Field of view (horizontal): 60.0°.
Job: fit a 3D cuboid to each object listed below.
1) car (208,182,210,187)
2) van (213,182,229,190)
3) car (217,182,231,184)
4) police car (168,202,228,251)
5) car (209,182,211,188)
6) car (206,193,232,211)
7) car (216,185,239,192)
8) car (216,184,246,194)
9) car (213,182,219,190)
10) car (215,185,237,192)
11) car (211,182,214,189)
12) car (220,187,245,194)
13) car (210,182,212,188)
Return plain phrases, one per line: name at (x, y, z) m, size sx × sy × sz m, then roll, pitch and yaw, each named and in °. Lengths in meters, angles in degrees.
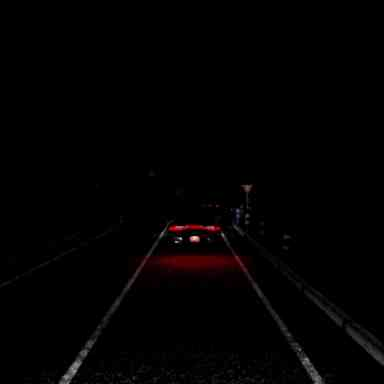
car at (7.837, -1.535, 95.084) m, size 4.674 × 1.452 × 2.002 m, roll 0°, pitch 2°, yaw -1°
van at (7.984, -1.694, 92.201) m, size 4.442 × 1.987 × 1.878 m, roll 0°, pitch 2°, yaw -1°
car at (8.096, -0.654, 70.297) m, size 4.553 × 1.767 × 2.185 m, roll 0°, pitch 3°, yaw -1°
police car at (0.108, 1.413, 13.722) m, size 2.038 × 1.542 × 4.974 m, roll 0°, pitch 0°, yaw 0°
car at (7.905, -1.368, 89.575) m, size 5.008 × 1.535 × 2.097 m, roll 0°, pitch 2°, yaw -1°
car at (2.357, 1.167, 30.686) m, size 2.033 × 1.411 × 5.357 m, roll 0°, pitch 1°, yaw 19°
car at (8.067, -0.787, 75.808) m, size 5.008 × 1.535 × 2.097 m, roll 0°, pitch 3°, yaw -1°
car at (8.007, -0.260, 64.795) m, size 5.366 × 1.575 × 1.946 m, roll 0°, pitch 3°, yaw -1°
car at (8.124, -0.910, 73.044) m, size 5.566 × 2.045 × 2.435 m, roll 0°, pitch 3°, yaw -1°
car at (8.025, -0.910, 78.561) m, size 5.008 × 1.535 × 2.097 m, roll 0°, pitch 3°, yaw -1°
car at (7.971, -1.145, 84.068) m, size 4.892 × 1.521 × 2.231 m, roll 0°, pitch 2°, yaw -1°
car at (8.163, -0.354, 67.553) m, size 4.674 × 1.452 × 2.002 m, roll 0°, pitch 3°, yaw -1°
car at (7.902, -1.229, 86.823) m, size 4.792 × 1.488 × 2.163 m, roll 0°, pitch 2°, yaw -1°
